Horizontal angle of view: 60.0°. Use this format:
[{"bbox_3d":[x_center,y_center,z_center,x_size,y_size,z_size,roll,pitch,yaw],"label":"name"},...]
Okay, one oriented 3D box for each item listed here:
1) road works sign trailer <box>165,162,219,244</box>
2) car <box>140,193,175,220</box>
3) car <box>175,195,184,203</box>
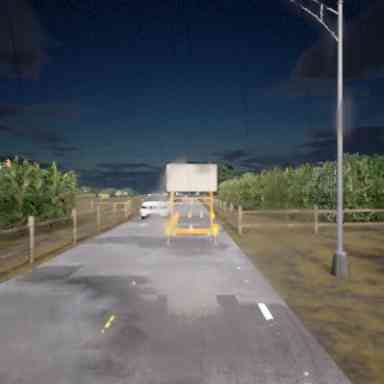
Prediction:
[{"bbox_3d":[-0.007,0.418,15.383,2.380,3.560,2.880,0,0,0],"label":"road works sign trailer"},{"bbox_3d":[-2.863,1.146,27.450,2.150,2.045,5.566,0,0,0],"label":"car"},{"bbox_3d":[-2.786,1.435,69.619,1.837,1.490,4.892,0,0,0],"label":"car"}]
